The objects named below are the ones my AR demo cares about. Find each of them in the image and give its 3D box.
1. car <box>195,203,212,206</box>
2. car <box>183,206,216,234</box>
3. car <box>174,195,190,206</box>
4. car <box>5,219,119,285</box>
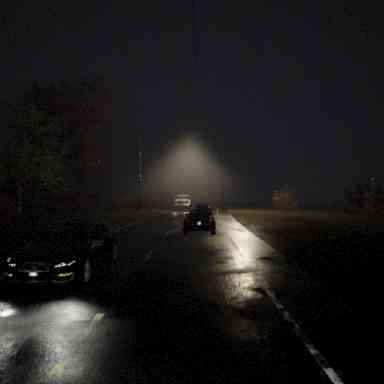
[{"bbox_3d":[1.293,1.956,38.082,1.994,1.385,4.181,0,-1,3],"label":"car"},{"bbox_3d":[0.477,1.782,20.924,1.994,1.385,4.181,0,-1,2],"label":"car"},{"bbox_3d":[-1.419,1.465,51.044,2.150,2.045,5.566,0,-1,5],"label":"car"},{"bbox_3d":[-3.500,1.605,9.849,1.837,1.490,4.892,0,-1,1],"label":"car"}]
